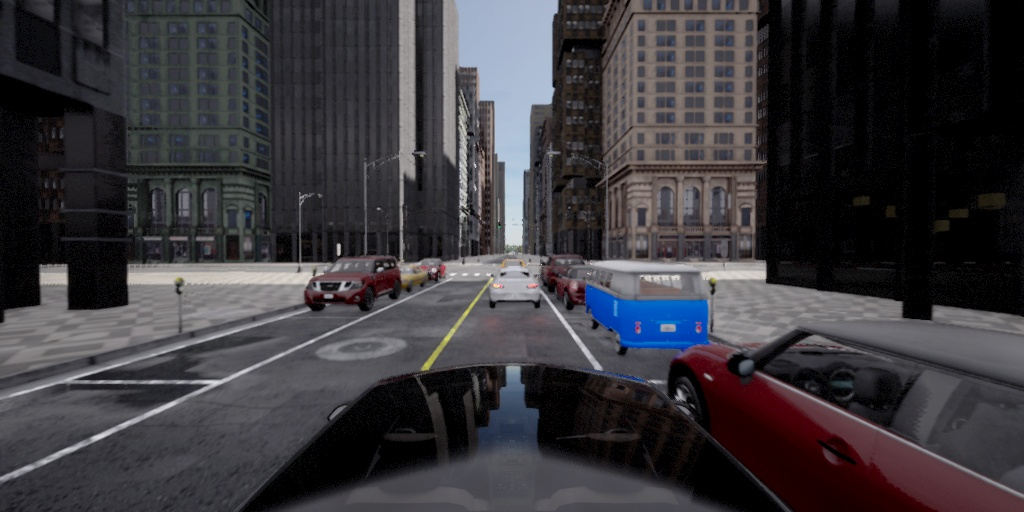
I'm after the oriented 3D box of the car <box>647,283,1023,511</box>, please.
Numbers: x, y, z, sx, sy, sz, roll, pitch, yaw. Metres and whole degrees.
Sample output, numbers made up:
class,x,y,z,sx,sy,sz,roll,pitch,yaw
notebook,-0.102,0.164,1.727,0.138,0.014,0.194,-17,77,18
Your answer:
class,x,y,z,sx,sy,sz,roll,pitch,yaw
car,2.762,1.179,2.592,1.967,1.591,4.097,0,0,0

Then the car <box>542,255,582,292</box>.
class,x,y,z,sx,sy,sz,roll,pitch,yaw
car,2.760,0.850,19.397,2.192,1.841,5.009,0,0,0

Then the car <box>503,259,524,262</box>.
class,x,y,z,sx,sy,sz,roll,pitch,yaw
car,0.085,0.953,24.335,1.882,1.535,5.008,0,1,0

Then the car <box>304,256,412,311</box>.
class,x,y,z,sx,sy,sz,roll,pitch,yaw
car,-5.765,0.917,13.792,2.192,1.841,5.009,0,0,0

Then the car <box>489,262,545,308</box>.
class,x,y,z,sx,sy,sz,roll,pitch,yaw
car,0.096,1.124,14.158,1.812,1.442,4.674,0,1,0

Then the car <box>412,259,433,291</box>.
class,x,y,z,sx,sy,sz,roll,pitch,yaw
car,-5.766,1.060,19.224,1.751,1.417,4.829,0,0,0

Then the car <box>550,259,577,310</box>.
class,x,y,z,sx,sy,sz,roll,pitch,yaw
car,2.760,1.043,13.795,1.967,1.591,4.097,0,0,0

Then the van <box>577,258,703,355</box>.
class,x,y,z,sx,sy,sz,roll,pitch,yaw
van,2.761,1.012,8.194,1.690,1.789,3.998,0,0,0

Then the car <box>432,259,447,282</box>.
class,x,y,z,sx,sy,sz,roll,pitch,yaw
car,-5.767,0.906,24.996,1.967,1.591,4.097,0,0,0
